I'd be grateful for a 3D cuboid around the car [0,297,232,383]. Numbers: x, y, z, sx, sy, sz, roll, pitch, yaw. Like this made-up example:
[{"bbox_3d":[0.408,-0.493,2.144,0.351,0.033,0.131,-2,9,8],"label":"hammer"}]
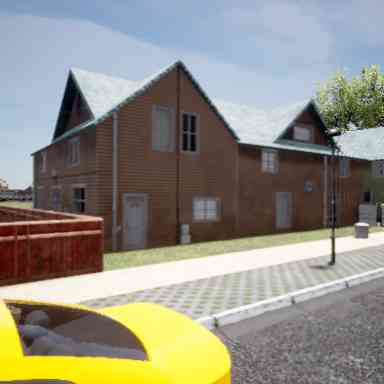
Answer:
[{"bbox_3d":[-2.006,1.479,1.626,5.008,1.535,1.882,0,0,-35],"label":"car"}]
